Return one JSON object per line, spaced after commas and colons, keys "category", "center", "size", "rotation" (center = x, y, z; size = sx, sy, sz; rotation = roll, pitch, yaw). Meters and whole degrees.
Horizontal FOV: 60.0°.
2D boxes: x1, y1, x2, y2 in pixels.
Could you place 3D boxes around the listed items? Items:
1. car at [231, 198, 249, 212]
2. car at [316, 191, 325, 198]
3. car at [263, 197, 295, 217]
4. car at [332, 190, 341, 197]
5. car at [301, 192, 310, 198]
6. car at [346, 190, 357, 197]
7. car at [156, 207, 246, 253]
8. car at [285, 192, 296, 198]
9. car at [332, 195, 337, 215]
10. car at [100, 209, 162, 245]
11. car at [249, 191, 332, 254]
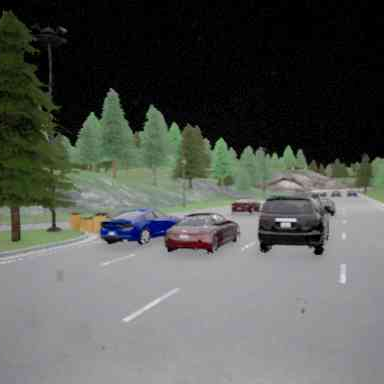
{"category": "car", "center": [5.351, 1.314, 32.596], "size": [1.882, 1.535, 5.008], "rotation": [-1, 0, 25]}
{"category": "car", "center": [31.692, 0.623, 81.990], "size": [1.812, 1.442, 4.674], "rotation": [-1, 0, 25]}
{"category": "car", "center": [7.811, 1.280, 29.563], "size": [1.837, 1.490, 4.892], "rotation": [-1, 0, 25]}
{"category": "car", "center": [34.856, 0.371, 80.506], "size": [2.097, 1.767, 4.553], "rotation": [-1, 0, 25]}
{"category": "car", "center": [28.510, 0.682, 83.447], "size": [1.837, 1.490, 4.892], "rotation": [-1, 0, 25]}
{"category": "car", "center": [38.038, 0.288, 79.049], "size": [2.097, 1.767, 4.553], "rotation": [-1, 0, 25]}
{"category": "car", "center": [0.550, 1.540, 13.696], "size": [1.994, 1.385, 4.181], "rotation": [-1, 0, 25]}
{"category": "car", "center": [24.983, 0.816, 84.146], "size": [2.033, 1.411, 5.357], "rotation": [-1, 0, 25]}
{"category": "car", "center": [11.320, 1.245, 28.820], "size": [1.994, 1.385, 4.181], "rotation": [-1, 0, 25]}
{"category": "car", "center": [-2.271, 1.527, 15.942], "size": [1.882, 1.535, 5.008], "rotation": [-1, 0, 25]}
{"category": "car", "center": [4.129, 1.105, 13.123], "size": [2.150, 2.045, 5.566], "rotation": [-1, 0, 25]}
